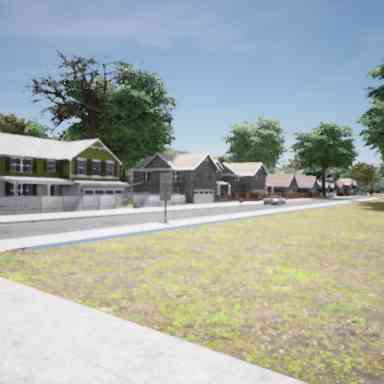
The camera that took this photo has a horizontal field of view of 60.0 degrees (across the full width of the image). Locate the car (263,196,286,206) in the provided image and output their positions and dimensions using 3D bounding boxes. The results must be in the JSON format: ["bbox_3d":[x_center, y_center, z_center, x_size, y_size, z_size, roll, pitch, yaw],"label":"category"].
[{"bbox_3d":[11.972,1.236,48.290,1.895,1.301,4.718,1,1,35],"label":"car"}]
